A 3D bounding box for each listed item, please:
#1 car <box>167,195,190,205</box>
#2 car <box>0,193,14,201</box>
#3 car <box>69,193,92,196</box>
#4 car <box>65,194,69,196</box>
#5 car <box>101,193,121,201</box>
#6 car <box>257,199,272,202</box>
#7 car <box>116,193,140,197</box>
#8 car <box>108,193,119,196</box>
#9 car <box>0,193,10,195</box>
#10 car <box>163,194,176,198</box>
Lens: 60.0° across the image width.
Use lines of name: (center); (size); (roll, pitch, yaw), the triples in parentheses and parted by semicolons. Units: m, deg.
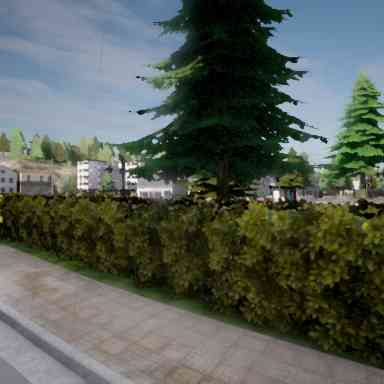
car: (-2.298, 1.359, 56.972); (3.633, 1.501, 1.845); (0, 0, -45)
car: (-41.101, 1.069, 71.348); (4.605, 1.855, 1.932); (0, 0, -45)
car: (-26.486, 1.127, 81.271); (5.027, 1.636, 2.152); (0, 0, -45)
car: (-31.208, 1.203, 85.629); (3.806, 1.475, 1.970); (0, 0, -45)
car: (-17.533, 1.055, 72.131); (3.866, 1.878, 1.905); (0, 0, -45)
car: (9.908, 1.469, 44.353); (5.008, 1.535, 1.882); (0, 0, -45)
car: (-9.685, 1.368, 53.908); (3.806, 1.475, 1.970); (0, 0, -45)
car: (-15.205, 1.076, 70.344); (4.605, 1.855, 1.932); (0, 0, -45)
car: (-23.122, 1.314, 40.952); (5.027, 1.636, 2.152); (0, 0, -45)
car: (-2.229, 1.212, 37.447); (5.566, 2.045, 2.150); (0, 0, -45)
